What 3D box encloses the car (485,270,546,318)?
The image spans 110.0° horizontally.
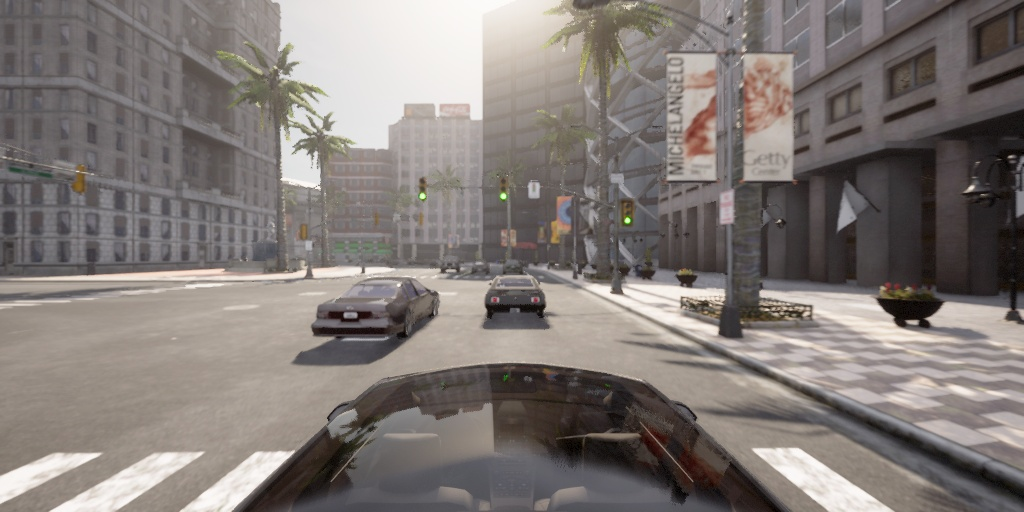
[{"bbox_3d":[0.101,1.347,12.991,1.895,1.301,4.718,0,0,0],"label":"car"}]

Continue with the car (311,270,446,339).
[{"bbox_3d":[-3.399,1.294,10.054,2.033,1.411,5.357,0,0,0],"label":"car"}]

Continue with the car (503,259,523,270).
[{"bbox_3d":[0.073,1.089,38.841,2.097,1.767,4.553,0,0,0],"label":"car"}]

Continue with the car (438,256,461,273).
[{"bbox_3d":[-7.465,0.957,44.038,2.150,2.045,5.566,0,0,-6],"label":"car"}]

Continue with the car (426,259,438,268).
[{"bbox_3d":[-11.961,1.222,58.714,2.128,1.511,4.902,0,0,-30],"label":"car"}]

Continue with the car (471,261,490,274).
[{"bbox_3d":[-3.480,1.262,40.132,1.812,1.442,4.674,0,0,-2],"label":"car"}]
